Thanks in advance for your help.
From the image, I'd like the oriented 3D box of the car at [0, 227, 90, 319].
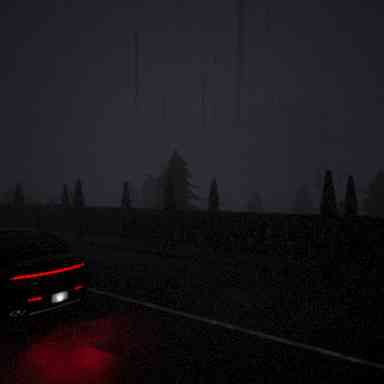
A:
[{"bbox_3d":[-4.184,1.512,6.980,4.892,1.490,1.837,0,0,35],"label":"car"}]
